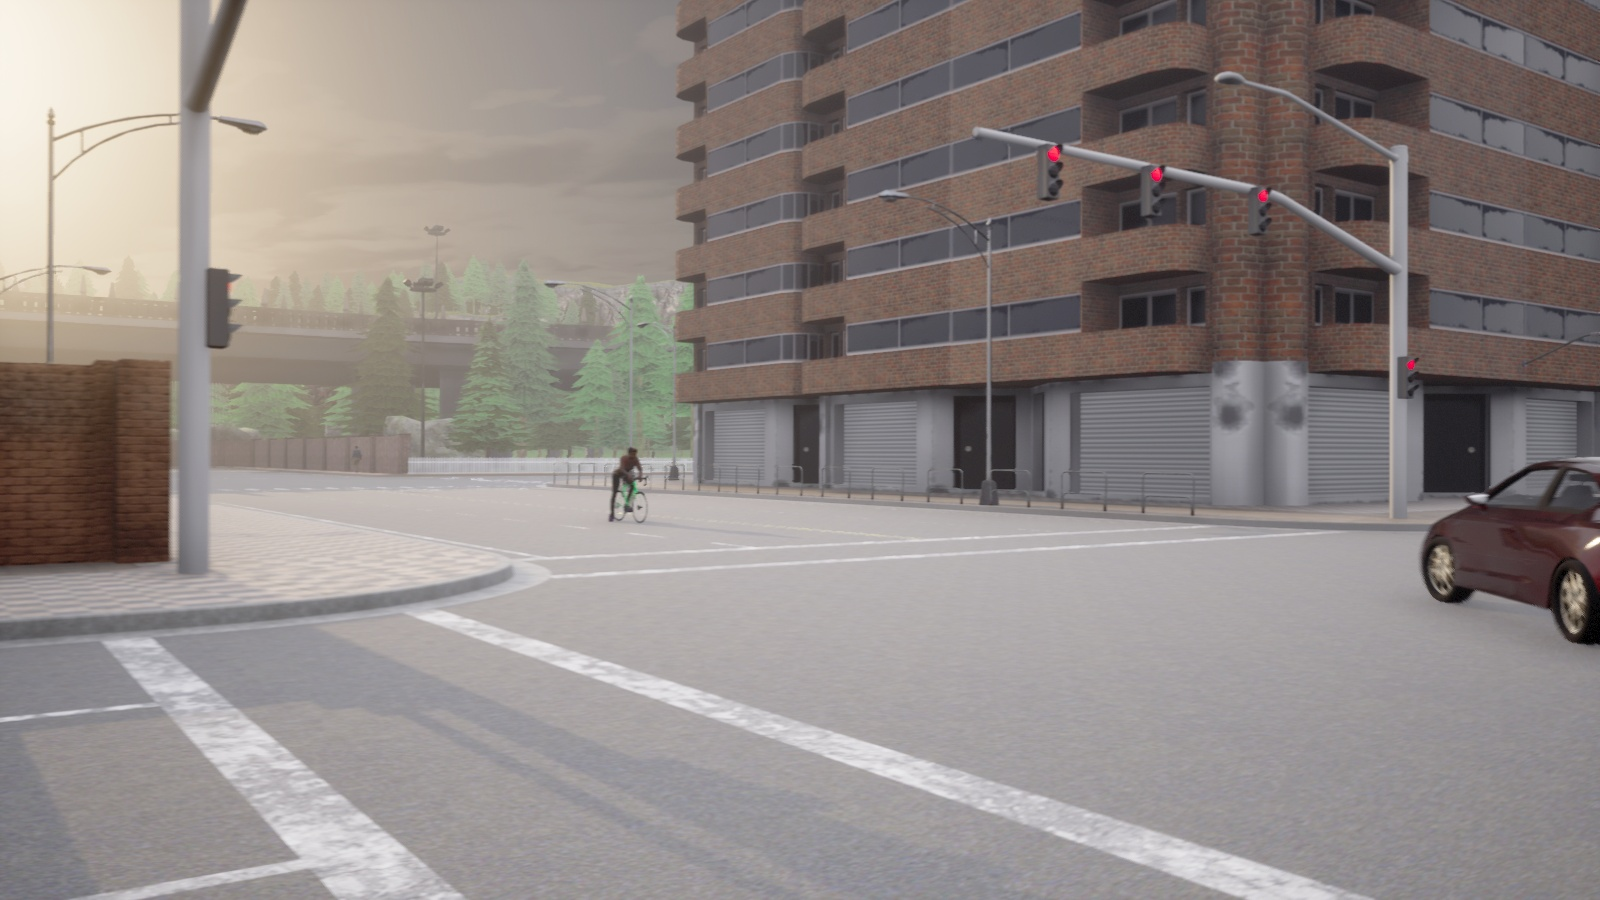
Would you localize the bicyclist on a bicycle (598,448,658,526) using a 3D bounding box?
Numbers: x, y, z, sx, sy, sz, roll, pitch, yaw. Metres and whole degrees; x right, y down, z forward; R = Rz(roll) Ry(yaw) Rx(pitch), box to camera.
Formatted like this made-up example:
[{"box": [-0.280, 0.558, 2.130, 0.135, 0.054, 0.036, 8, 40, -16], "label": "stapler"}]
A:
[{"box": [-3.695, 0.772, 26.939, 0.582, 1.620, 1.656, 0, 0, -35], "label": "bicyclist on a bicycle"}]

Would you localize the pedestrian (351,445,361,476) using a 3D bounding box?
[{"box": [-28.371, 0.660, 80.274, 0.423, 1.949, 0.788, 0, 0, -37], "label": "pedestrian"}]

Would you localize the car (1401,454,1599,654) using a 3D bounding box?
[{"box": [7.049, 0.771, 11.184, 1.816, 1.474, 4.193, 0, 0, 7], "label": "car"}]
